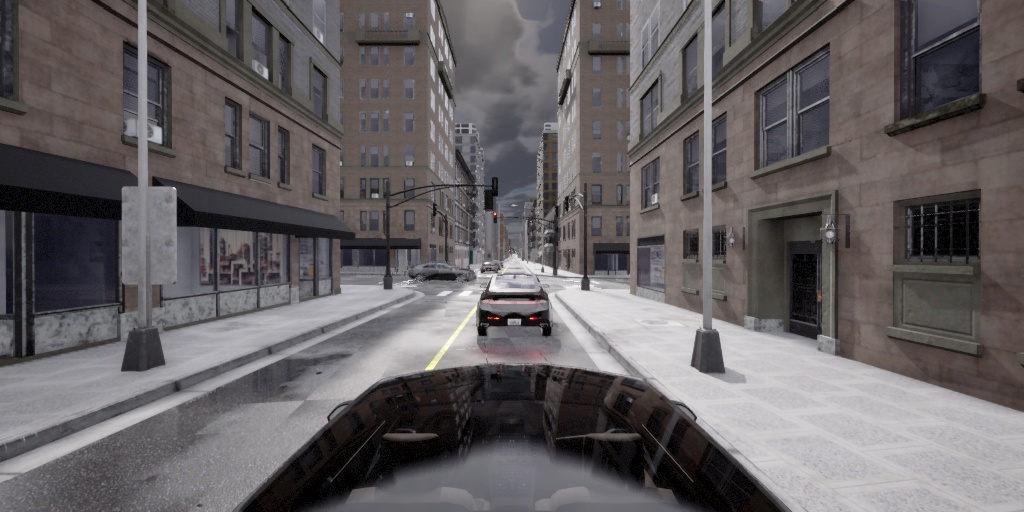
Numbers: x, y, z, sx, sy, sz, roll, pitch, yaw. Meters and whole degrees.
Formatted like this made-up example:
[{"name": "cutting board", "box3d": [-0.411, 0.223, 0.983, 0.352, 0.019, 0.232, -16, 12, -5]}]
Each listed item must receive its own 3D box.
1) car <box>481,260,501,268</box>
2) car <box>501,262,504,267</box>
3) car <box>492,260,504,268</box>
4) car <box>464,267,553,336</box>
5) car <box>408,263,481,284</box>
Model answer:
[{"name": "car", "box3d": [-2.719, 1.372, 44.002, 1.994, 1.385, 4.181, 0, 0, 1]}, {"name": "car", "box3d": [-2.625, 1.334, 53.955, 1.837, 1.490, 4.892, 0, 0, 0]}, {"name": "car", "box3d": [-2.501, 1.451, 64.072, 1.895, 1.301, 4.718, 0, 0, 1]}, {"name": "car", "box3d": [0.074, 1.243, 10.348, 2.128, 1.511, 4.902, 0, 0, 1]}, {"name": "car", "box3d": [-5.056, 1.238, 26.247, 4.902, 1.511, 2.128, 1, 0, 0]}]
